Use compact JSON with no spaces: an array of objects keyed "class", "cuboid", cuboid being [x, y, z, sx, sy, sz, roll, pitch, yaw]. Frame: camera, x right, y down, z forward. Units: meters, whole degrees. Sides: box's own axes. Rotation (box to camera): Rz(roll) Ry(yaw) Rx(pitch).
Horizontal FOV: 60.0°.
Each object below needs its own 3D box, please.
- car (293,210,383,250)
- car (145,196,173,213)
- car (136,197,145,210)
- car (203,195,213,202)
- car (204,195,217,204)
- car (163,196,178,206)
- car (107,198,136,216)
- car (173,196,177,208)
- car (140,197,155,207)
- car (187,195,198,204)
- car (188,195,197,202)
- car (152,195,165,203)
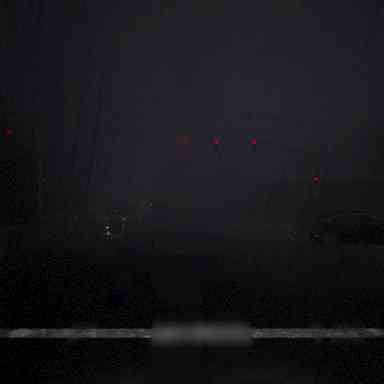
[{"class":"car","cuboid":[6.735,1.517,13.817,4.902,1.511,2.128,0,0,0]},{"class":"car","cuboid":[-3.560,1.350,37.045,2.097,1.767,4.553,0,0,0]},{"class":"car","cuboid":[-7.061,1.475,42.245,1.882,1.535,5.008,0,0,0]},{"class":"car","cuboid":[3.557,1.381,73.930,2.128,1.511,4.902,0,0,0]},{"class":"car","cuboid":[3.549,1.348,63.791,2.097,1.767,4.553,0,0,0]},{"class":"car","cuboid":[-3.537,1.488,55.672,2.128,1.511,4.902,0,0,0]},{"class":"car","cuboid":[-7.069,1.524,32.951,1.812,1.442,4.674,0,0,0]},{"class":"car","cuboid":[-3.559,1.561,45.614,1.994,1.385,4.181,0,0,0]},{"class":"car","cuboid":[-7.046,1.501,53.048,1.837,1.490,4.892,0,0,0]},{"class":"car","cuboid":[0.049,1.501,63.823,1.837,1.490,4.892,0,0,0]},{"class":"car","cuboid":[0.057,1.408,73.933,1.994,1.385,4.181,0,0,0]},{"class":"car","cuboid":[-6.948,1.496,68.908,2.128,1.511,4.902,0,0,0]}]
